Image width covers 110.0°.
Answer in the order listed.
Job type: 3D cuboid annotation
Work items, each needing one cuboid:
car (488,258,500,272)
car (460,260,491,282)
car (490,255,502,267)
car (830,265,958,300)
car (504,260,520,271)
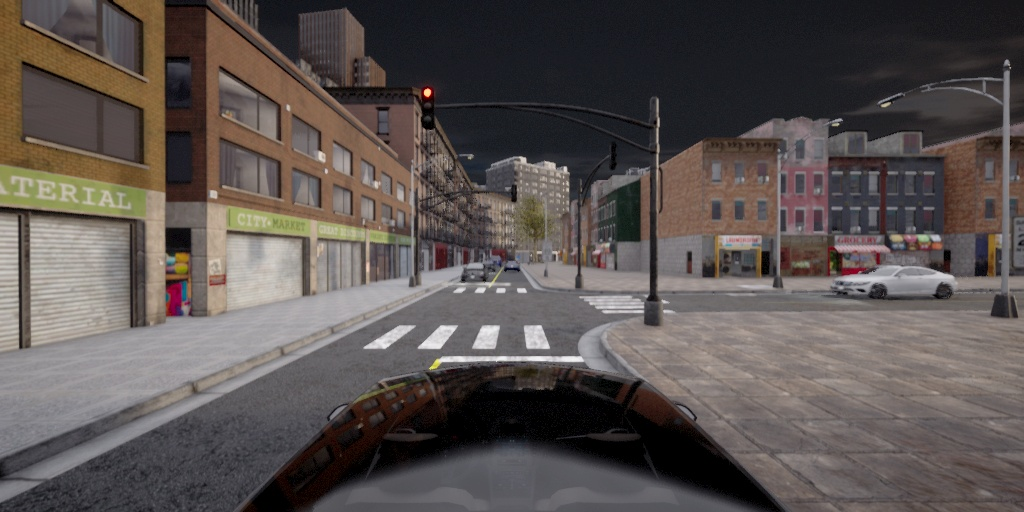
[{"bbox_3d":[-2.931,1.255,44.427,2.033,1.411,5.357,0,0,1],"label":"car"},{"bbox_3d":[-2.902,1.244,28.684,1.812,1.442,4.674,0,1,0],"label":"car"},{"bbox_3d":[-2.883,0.924,62.587,2.150,2.045,5.566,0,0,0],"label":"car"},{"bbox_3d":[17.236,1.151,16.250,4.674,1.442,1.812,0,0,0],"label":"car"},{"bbox_3d":[0.001,1.271,47.301,1.994,1.385,4.181,0,0,0],"label":"car"}]
